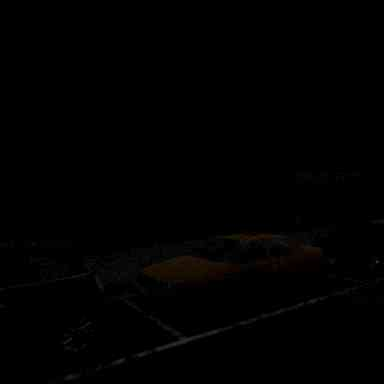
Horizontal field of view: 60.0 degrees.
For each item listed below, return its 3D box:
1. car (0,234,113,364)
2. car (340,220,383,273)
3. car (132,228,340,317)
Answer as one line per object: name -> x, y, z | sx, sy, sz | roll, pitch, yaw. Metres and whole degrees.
car -> -3.261, 1.440, 4.336 | 4.097, 1.590, 1.967 | 0, -1, -35
car -> 5.703, 1.586, 10.727 | 4.313, 1.339, 1.947 | 0, -1, -35
car -> 1.083, 1.534, 7.433 | 4.829, 1.417, 1.752 | 0, -1, -35
